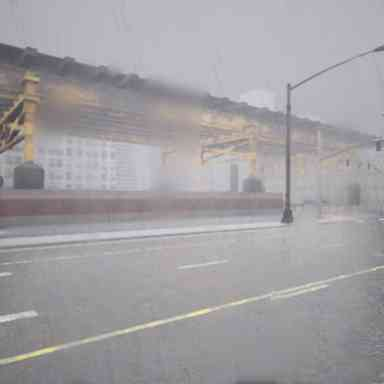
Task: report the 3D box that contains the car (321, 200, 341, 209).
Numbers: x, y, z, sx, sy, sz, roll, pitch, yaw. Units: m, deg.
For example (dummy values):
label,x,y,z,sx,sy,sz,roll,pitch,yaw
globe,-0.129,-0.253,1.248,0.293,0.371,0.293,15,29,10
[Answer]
label,x,y,z,sx,sy,sz,roll,pitch,yaw
car,19.731,1.769,49.268,4.536,1.218,1.853,1,0,-7

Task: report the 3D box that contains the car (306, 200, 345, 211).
label,x,y,z,sx,sy,sz,roll,pitch,yaw
car,19.782,1.927,49.274,4.974,1.542,2.038,1,0,-7

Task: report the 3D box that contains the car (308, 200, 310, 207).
label,x,y,z,sx,sy,sz,roll,pitch,yaw
car,12.127,1.821,42.828,4.974,1.542,2.038,0,0,8

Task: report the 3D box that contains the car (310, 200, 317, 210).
label,x,y,z,sx,sy,sz,roll,pitch,yaw
car,15.872,1.870,45.514,2.038,1.542,4.974,0,0,18

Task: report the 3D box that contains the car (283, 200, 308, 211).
label,x,y,z,sx,sy,sz,roll,pitch,yaw
car,12.077,1.663,42.836,4.536,1.218,1.853,0,0,8

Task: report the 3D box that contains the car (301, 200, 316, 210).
label,x,y,z,sx,sy,sz,roll,pitch,yaw
car,15.889,1.713,45.564,1.853,1.218,4.536,0,0,18
